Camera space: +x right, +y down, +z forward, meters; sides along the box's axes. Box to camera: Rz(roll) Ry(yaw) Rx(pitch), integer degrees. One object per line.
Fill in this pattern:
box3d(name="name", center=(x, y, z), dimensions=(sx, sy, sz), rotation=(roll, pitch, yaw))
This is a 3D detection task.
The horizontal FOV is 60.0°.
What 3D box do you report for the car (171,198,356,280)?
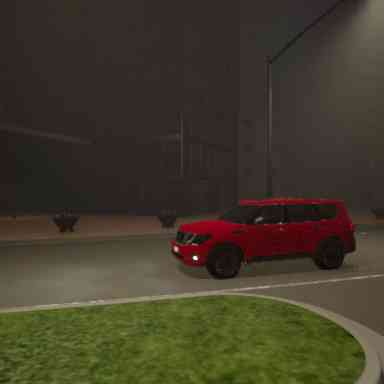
box3d(name="car", center=(2.205, 1.221, 10.010), dimensions=(5.566, 2.045, 2.150), rotation=(0, 0, -18))
